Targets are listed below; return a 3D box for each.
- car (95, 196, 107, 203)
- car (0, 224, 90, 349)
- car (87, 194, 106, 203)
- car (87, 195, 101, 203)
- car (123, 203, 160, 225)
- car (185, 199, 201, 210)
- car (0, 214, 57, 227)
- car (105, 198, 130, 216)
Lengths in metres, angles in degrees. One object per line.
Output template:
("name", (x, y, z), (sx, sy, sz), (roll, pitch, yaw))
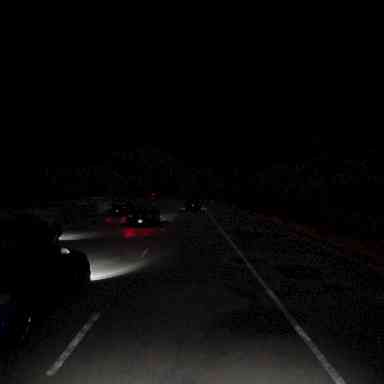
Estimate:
("car", (-14.038, 1.696, 55.001), (1.895, 1.301, 4.718), (0, 0, 1))
("car", (-3.399, 1.568, 6.256), (1.994, 1.385, 4.181), (0, 0, 0))
("car", (-17.507, 1.345, 62.363), (2.150, 2.045, 5.566), (0, 0, 0))
("car", (-21.301, 1.530, 72.408), (2.097, 1.767, 4.553), (0, 0, -4))
("car", (-3.395, 1.619, 24.096), (1.895, 1.301, 4.718), (0, 0, 0))
("car", (0.108, 1.621, 42.941), (1.994, 1.385, 4.181), (0, 0, 0))
("car", (-6.898, 1.555, 12.974), (2.033, 1.411, 5.357), (0, 0, 0))
("car", (-6.893, 1.559, 32.976), (1.812, 1.442, 4.674), (0, 0, 0))
